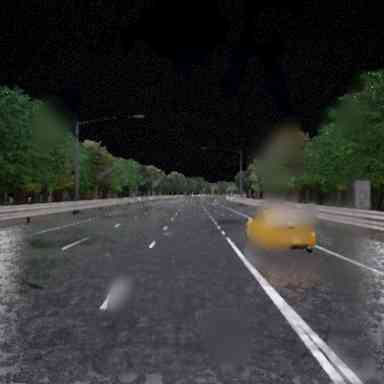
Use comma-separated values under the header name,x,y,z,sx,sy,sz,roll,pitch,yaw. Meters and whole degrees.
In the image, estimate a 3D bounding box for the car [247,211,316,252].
name,x,y,z,sx,sy,sz,roll,pitch,yaw
car,3.564,1.538,14.131,1.882,1.535,5.008,0,0,0
